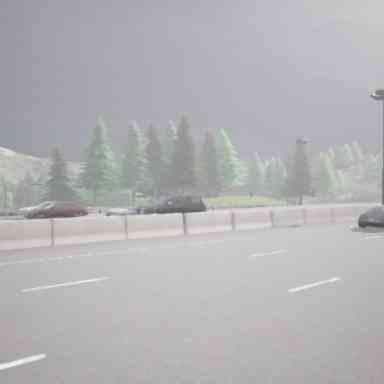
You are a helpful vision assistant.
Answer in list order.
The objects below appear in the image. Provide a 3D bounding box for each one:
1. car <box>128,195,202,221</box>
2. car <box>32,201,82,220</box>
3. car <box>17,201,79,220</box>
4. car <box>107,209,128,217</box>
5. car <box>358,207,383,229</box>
[{"bbox_3d":[-1.501,1.266,24.412,5.566,2.045,2.150,0,0,-35],"label":"car"},{"bbox_3d":[-10.625,1.549,26.502,4.674,1.442,1.812,0,0,-35],"label":"car"},{"bbox_3d":[-12.649,1.549,29.357,4.674,1.442,1.812,0,0,-35],"label":"car"},{"bbox_3d":[-4.422,1.643,26.628,4.718,1.301,1.895,0,0,-35],"label":"car"},{"bbox_3d":[12.434,1.644,21.208,4.181,1.385,1.994,0,0,-35],"label":"car"}]
